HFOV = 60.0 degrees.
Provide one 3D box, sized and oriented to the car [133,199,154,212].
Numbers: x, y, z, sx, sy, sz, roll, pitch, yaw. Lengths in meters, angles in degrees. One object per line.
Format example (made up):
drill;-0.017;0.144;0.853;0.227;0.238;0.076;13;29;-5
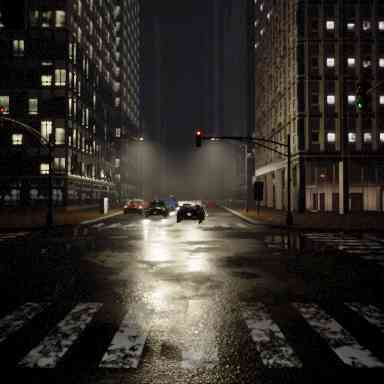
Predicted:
car;-5.694;1.597;39.312;1.802;1.307;4.206;1;0;0

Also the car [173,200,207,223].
car;-0.095;1.573;25.796;1.994;1.385;4.181;0;0;3

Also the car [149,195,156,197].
car;-5.691;1.332;44.887;2.192;1.841;5.009;1;0;0

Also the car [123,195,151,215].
car;-5.689;1.453;33.737;1.967;1.590;4.097;1;0;0

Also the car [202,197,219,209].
car;2.683;1.599;44.953;1.802;1.307;4.206;1;0;0

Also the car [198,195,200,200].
car;2.676;1.590;61.686;1.947;1.339;4.313;1;0;0

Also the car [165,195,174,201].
car;-5.713;1.578;83.913;1.887;1.381;4.507;1;0;0

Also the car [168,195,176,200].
car;-5.719;1.605;95.064;1.947;1.339;4.313;1;0;0

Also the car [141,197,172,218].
car;-3.112;1.516;30.320;1.837;1.490;4.892;0;0;0

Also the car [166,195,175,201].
car;-5.716;1.587;89.489;2.008;1.369;4.403;1;0;0

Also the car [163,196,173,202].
car;-5.711;1.582;78.338;2.008;1.369;4.403;1;0;0

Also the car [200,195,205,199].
car;2.680;1.547;56.279;1.752;1.417;4.829;1;0;0

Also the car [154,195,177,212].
car;-3.115;1.493;39.825;1.882;1.535;5.008;0;0;0

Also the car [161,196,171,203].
car;-5.708;1.573;72.763;1.887;1.381;4.507;1;0;0
